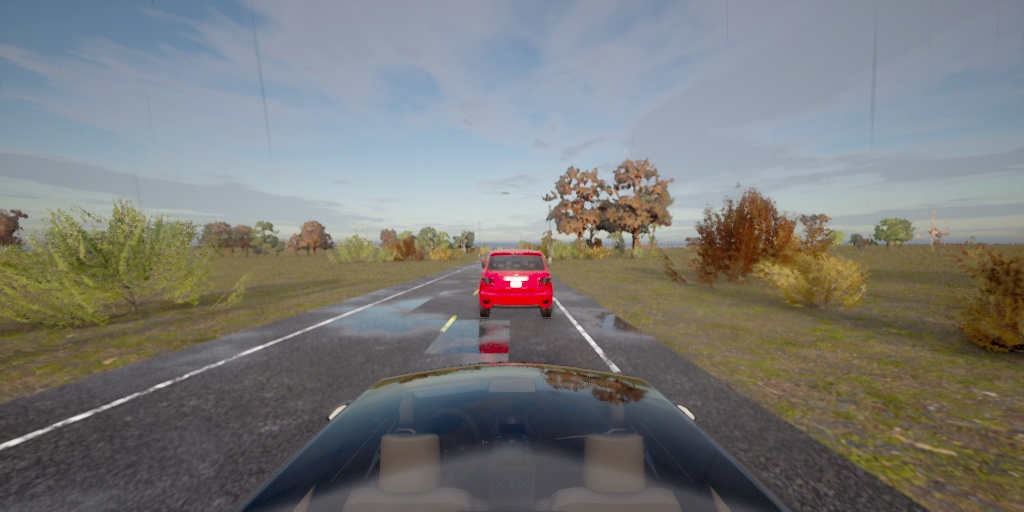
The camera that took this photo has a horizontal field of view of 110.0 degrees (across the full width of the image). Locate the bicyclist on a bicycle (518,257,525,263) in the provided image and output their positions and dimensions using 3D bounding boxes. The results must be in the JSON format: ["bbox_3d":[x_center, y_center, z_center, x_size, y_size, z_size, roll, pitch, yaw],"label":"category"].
[{"bbox_3d":[1.000,0.577,36.531,0.659,1.776,1.843,0,1,0],"label":"bicyclist on a bicycle"}]

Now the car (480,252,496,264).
[{"bbox_3d":[-3.526,0.289,53.844,2.097,1.767,4.553,0,1,0],"label":"car"}]

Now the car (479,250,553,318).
[{"bbox_3d":[0.108,0.805,12.277,2.150,2.045,5.566,0,1,0],"label":"car"}]
